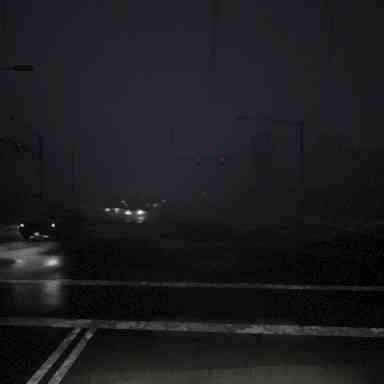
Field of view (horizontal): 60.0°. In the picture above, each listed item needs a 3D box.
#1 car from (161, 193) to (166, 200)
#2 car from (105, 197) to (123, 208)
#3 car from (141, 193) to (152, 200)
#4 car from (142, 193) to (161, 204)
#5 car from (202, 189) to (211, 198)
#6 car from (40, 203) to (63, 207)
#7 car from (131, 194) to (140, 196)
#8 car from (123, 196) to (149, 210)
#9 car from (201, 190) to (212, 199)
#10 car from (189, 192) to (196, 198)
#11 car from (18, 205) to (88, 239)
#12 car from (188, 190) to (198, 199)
[{"bbox_3d":[-6.828,0.935,72.703,1.882,1.535,5.008,0,1,0],"label":"car"},{"bbox_3d":[-10.494,1.416,46.055,2.033,1.411,5.357,0,1,0],"label":"car"},{"bbox_3d":[-10.321,0.989,75.763,1.895,1.301,4.718,0,1,0],"label":"car"},{"bbox_3d":[-6.950,1.207,57.354,1.882,1.535,5.008,0,1,0],"label":"car"},{"bbox_3d":[3.708,0.378,87.560,2.150,2.045,5.566,0,1,0],"label":"car"},{"bbox_3d":[-10.544,1.554,25.021,1.994,1.385,4.181,0,0,0],"label":"car"},{"bbox_3d":[-10.427,1.171,60.681,2.128,1.511,4.902,0,1,1],"label":"car"},{"bbox_3d":[-7.003,1.508,42.292,1.895,1.301,4.718,0,1,0],"label":"car"},{"bbox_3d":[3.685,0.910,77.567,1.994,1.385,4.181,0,1,0],"label":"car"},{"bbox_3d":[0.207,0.685,87.179,1.812,1.442,4.674,0,1,0],"label":"car"},{"bbox_3d":[-7.064,1.600,17.375,1.895,1.301,4.718,0,0,0],"label":"car"},{"bbox_3d":[0.181,0.604,76.503,2.150,2.045,5.566,0,1,0],"label":"car"}]
